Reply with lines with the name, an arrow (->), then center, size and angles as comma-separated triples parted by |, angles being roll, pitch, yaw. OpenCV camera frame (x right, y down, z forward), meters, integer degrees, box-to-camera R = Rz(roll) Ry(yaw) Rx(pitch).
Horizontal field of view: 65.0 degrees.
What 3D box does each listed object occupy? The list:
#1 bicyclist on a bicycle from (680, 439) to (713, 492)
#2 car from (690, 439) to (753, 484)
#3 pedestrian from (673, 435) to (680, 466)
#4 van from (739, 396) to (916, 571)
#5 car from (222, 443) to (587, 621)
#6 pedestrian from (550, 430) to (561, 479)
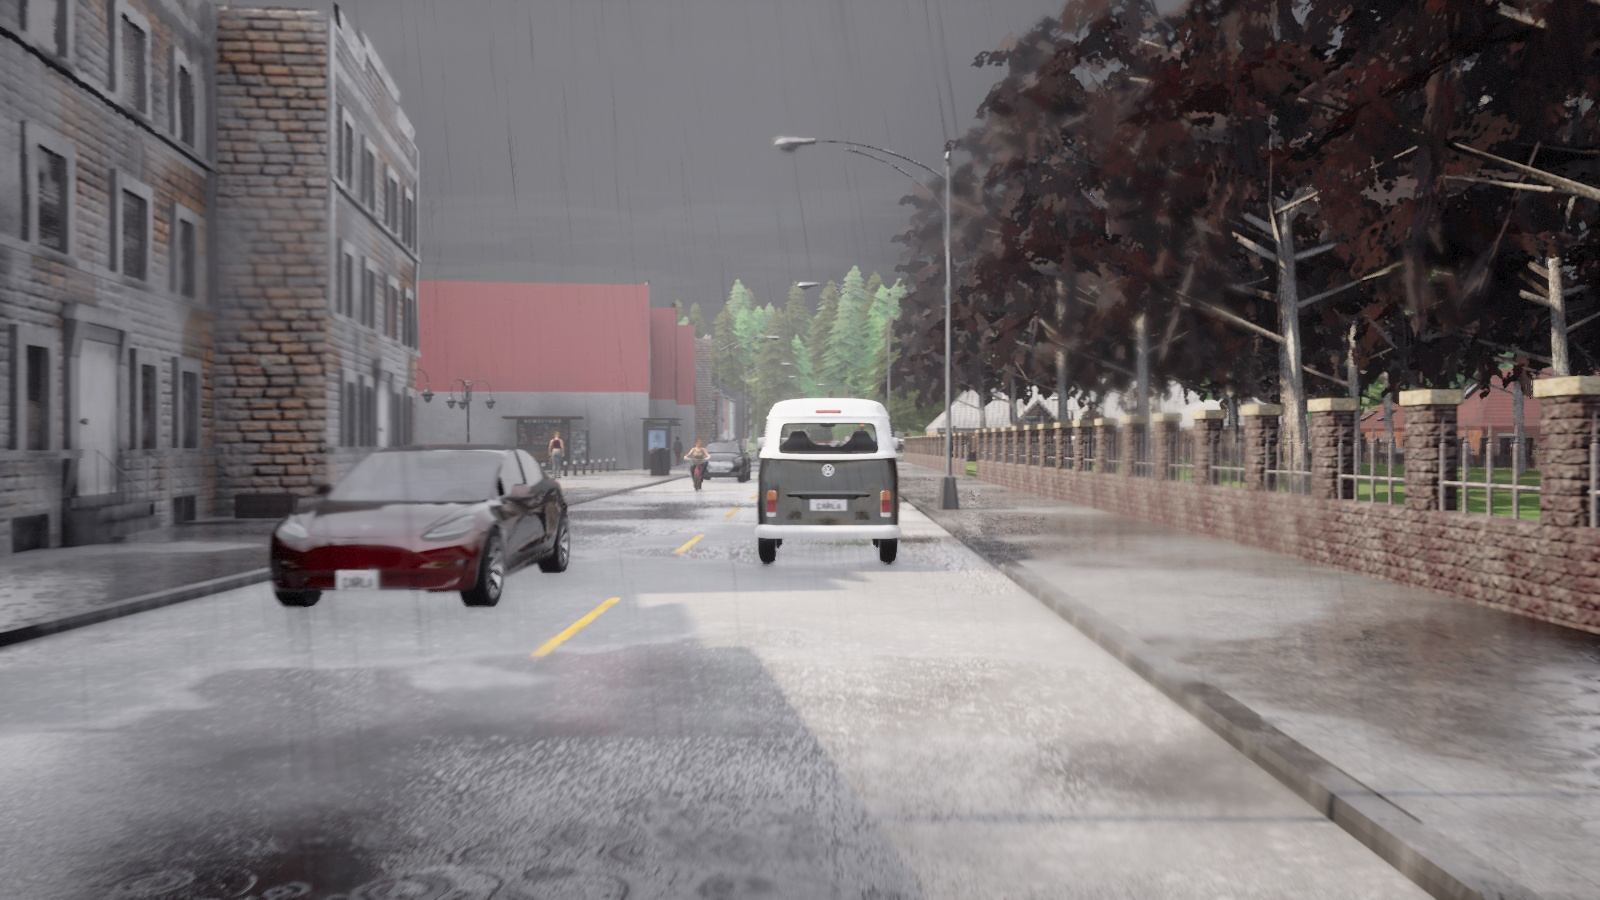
bicyclist on a bicycle -> -3.193, 0.461, 38.767 | 0.866, 1.612, 1.509 | 0, 0, 1
car -> -2.991, 0.400, 48.575 | 2.033, 1.649, 4.856 | 0, 0, 1
pedestrian -> -7.390, 0.025, 75.178 | 0.353, 1.847, 0.614 | 0, 0, 2
van -> 0.365, 0.375, 16.885 | 2.069, 2.038, 4.480 | 0, 0, 1
car -> -3.716, 0.670, 12.902 | 2.163, 1.488, 4.792 | 0, 0, 1
pedestrian -> -9.214, 0.181, 47.291 | 0.345, 1.836, 0.594 | 0, 0, -4
